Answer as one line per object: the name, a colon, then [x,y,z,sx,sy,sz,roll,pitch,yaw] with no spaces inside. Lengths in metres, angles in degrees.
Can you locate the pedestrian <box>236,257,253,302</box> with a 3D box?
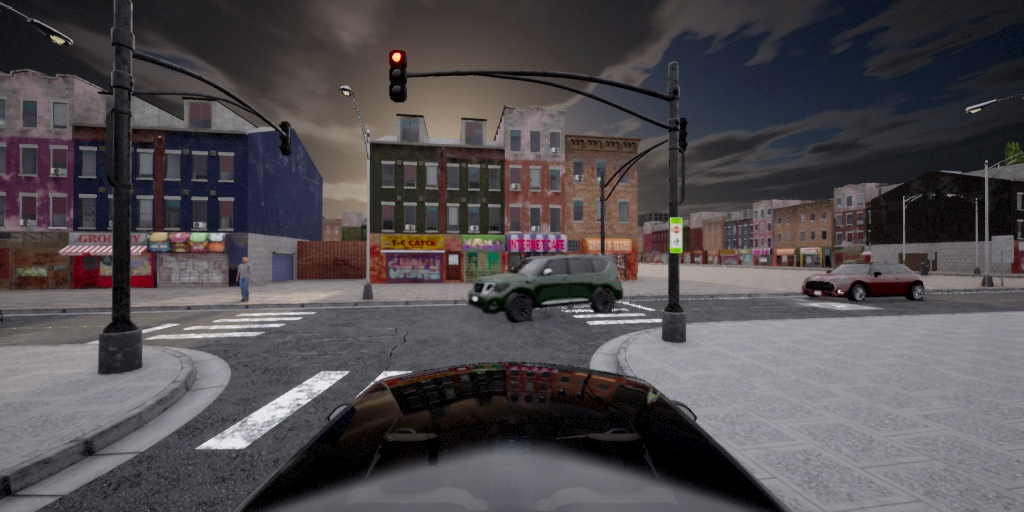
pedestrian: [-11.107,0.945,14.948,0.375,1.860,0.375,0,0,-9]

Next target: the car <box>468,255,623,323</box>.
car: [1.290,0.974,12.384,5.566,2.045,2.150,0,-1,-29]

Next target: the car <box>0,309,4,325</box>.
car: [-15.411,1.277,8.354,4.902,1.511,2.128,0,0,-8]

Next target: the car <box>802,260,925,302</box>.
car: [15.747,1.069,16.209,4.553,1.767,2.097,0,0,-9]
